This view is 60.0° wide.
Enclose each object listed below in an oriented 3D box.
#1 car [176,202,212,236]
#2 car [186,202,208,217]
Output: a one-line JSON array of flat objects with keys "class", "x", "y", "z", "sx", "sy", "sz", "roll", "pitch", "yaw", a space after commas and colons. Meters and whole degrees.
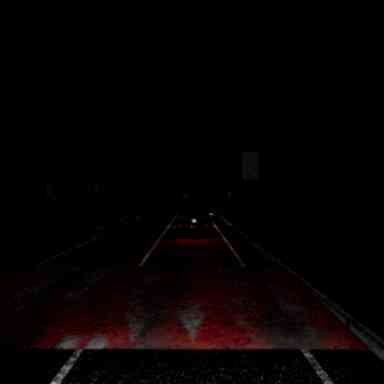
[{"class": "car", "x": 0.109, "y": 1.538, "z": 19.272, "sx": 2.033, "sy": 1.649, "sz": 4.856, "roll": 0, "pitch": 0, "yaw": 0}, {"class": "car", "x": 0.615, "y": 1.740, "z": 34.238, "sx": 1.994, "sy": 1.385, "sz": 4.181, "roll": 0, "pitch": 0, "yaw": 5}]
